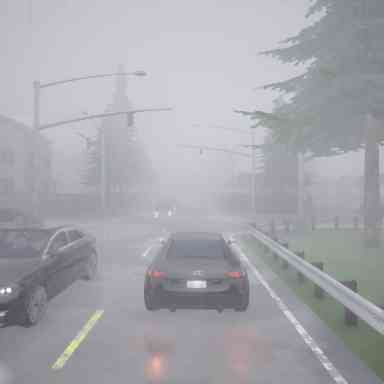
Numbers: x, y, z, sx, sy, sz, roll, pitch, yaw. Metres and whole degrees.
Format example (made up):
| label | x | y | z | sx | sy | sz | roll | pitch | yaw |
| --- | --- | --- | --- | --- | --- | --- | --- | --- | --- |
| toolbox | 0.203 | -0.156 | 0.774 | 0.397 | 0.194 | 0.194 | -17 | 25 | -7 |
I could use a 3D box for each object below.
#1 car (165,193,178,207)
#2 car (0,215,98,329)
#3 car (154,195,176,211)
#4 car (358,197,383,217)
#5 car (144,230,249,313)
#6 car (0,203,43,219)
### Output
| label | x | y | z | sx | sy | sz | roll | pitch | yaw |
| --- | --- | --- | --- | --- | --- | --- | --- | --- | --- |
| car | -3.340 | 1.221 | 52.262 | 2.150 | 2.045 | 5.566 | 0 | 0 | 0 |
| car | -3.475 | 1.491 | 7.111 | 2.128 | 1.511 | 4.902 | 0 | 0 | 1 |
| car | -3.395 | 1.478 | 41.605 | 1.882 | 1.535 | 5.008 | 0 | 0 | 0 |
| car | 16.087 | 1.206 | 26.047 | 5.566 | 2.045 | 2.150 | 0 | 0 | 1 |
| car | 0.101 | 1.564 | 7.755 | 1.994 | 1.385 | 4.181 | 0 | 0 | 1 |
| car | -12.761 | 1.477 | 22.725 | 4.902 | 1.511 | 2.128 | 0 | 0 | 1 |
